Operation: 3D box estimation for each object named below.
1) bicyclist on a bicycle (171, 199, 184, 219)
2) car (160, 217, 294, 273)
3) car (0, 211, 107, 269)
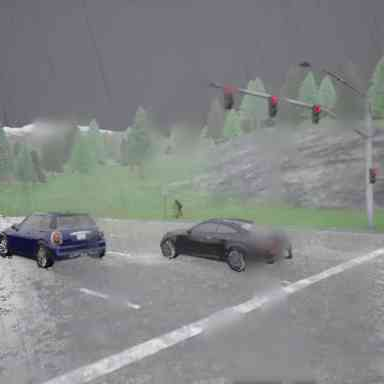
[{"bbox_3d":[-1.179,1.426,27.438,0.582,1.620,1.656,-1,0,36],"label":"bicyclist on a bicycle"},{"bbox_3d":[0.953,1.554,10.841,4.674,1.442,1.812,-1,0,44],"label":"car"},{"bbox_3d":[-5.079,1.471,11.886,4.553,1.767,2.097,-1,0,41],"label":"car"}]
